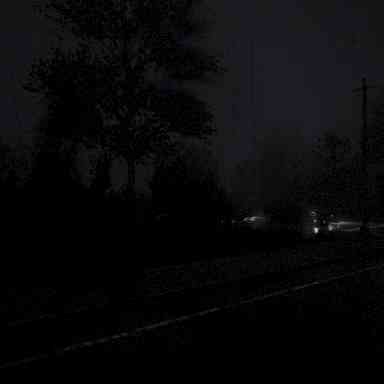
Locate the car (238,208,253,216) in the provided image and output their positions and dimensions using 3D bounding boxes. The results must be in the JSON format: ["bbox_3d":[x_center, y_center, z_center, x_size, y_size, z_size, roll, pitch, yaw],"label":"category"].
[{"bbox_3d":[3.974,1.770,33.247,1.994,1.385,4.181,0,-1,-41],"label":"car"}]

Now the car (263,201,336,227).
[{"bbox_3d":[7.352,1.426,23.673,2.097,1.767,4.553,0,-1,-38],"label":"car"}]
